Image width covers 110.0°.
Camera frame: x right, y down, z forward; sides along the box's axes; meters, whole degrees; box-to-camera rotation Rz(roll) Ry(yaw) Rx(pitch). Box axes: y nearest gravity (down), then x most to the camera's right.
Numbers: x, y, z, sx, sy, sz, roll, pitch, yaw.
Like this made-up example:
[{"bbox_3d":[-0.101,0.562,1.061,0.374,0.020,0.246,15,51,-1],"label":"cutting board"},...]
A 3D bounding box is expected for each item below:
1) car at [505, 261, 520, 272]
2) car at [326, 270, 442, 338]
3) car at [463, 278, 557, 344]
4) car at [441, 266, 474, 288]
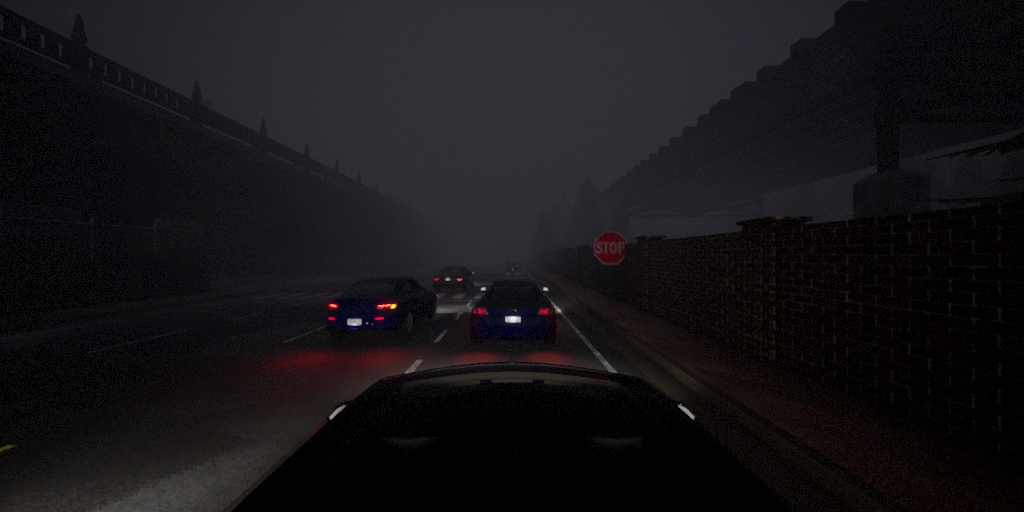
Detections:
[{"bbox_3d":[0.080,1.332,45.657,1.895,1.301,4.718,0,0,-1],"label":"car"},{"bbox_3d":[-3.419,1.272,10.069,1.812,1.442,4.674,0,0,0],"label":"car"},{"bbox_3d":[0.063,1.311,9.593,1.994,1.385,4.181,0,0,1],"label":"car"},{"bbox_3d":[-3.397,1.289,21.584,2.033,1.411,5.357,0,0,0],"label":"car"}]
